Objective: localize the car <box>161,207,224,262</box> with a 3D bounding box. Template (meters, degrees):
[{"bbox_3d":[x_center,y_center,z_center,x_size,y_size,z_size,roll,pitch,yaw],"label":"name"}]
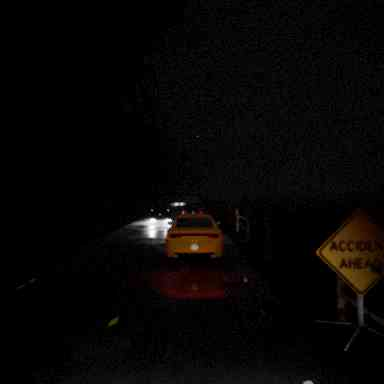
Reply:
[{"bbox_3d":[0.087,1.540,12.499,1.882,1.535,5.008,0,-1,0],"label":"car"}]

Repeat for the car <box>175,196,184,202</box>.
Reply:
[{"bbox_3d":[-2.744,1.613,73.702,2.128,1.511,4.902,0,0,0],"label":"car"}]

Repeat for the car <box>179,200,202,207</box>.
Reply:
[{"bbox_3d":[0.097,1.664,29.156,2.033,1.411,5.357,0,0,0],"label":"car"}]

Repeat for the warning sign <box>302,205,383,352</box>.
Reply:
[{"bbox_3d":[2.441,1.143,4.843,1.300,1.860,1.060,-1,-1,0],"label":"warning sign"}]

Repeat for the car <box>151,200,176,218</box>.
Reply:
[{"bbox_3d":[-2.847,1.722,31.973,1.895,1.301,4.718,0,0,0],"label":"car"}]
